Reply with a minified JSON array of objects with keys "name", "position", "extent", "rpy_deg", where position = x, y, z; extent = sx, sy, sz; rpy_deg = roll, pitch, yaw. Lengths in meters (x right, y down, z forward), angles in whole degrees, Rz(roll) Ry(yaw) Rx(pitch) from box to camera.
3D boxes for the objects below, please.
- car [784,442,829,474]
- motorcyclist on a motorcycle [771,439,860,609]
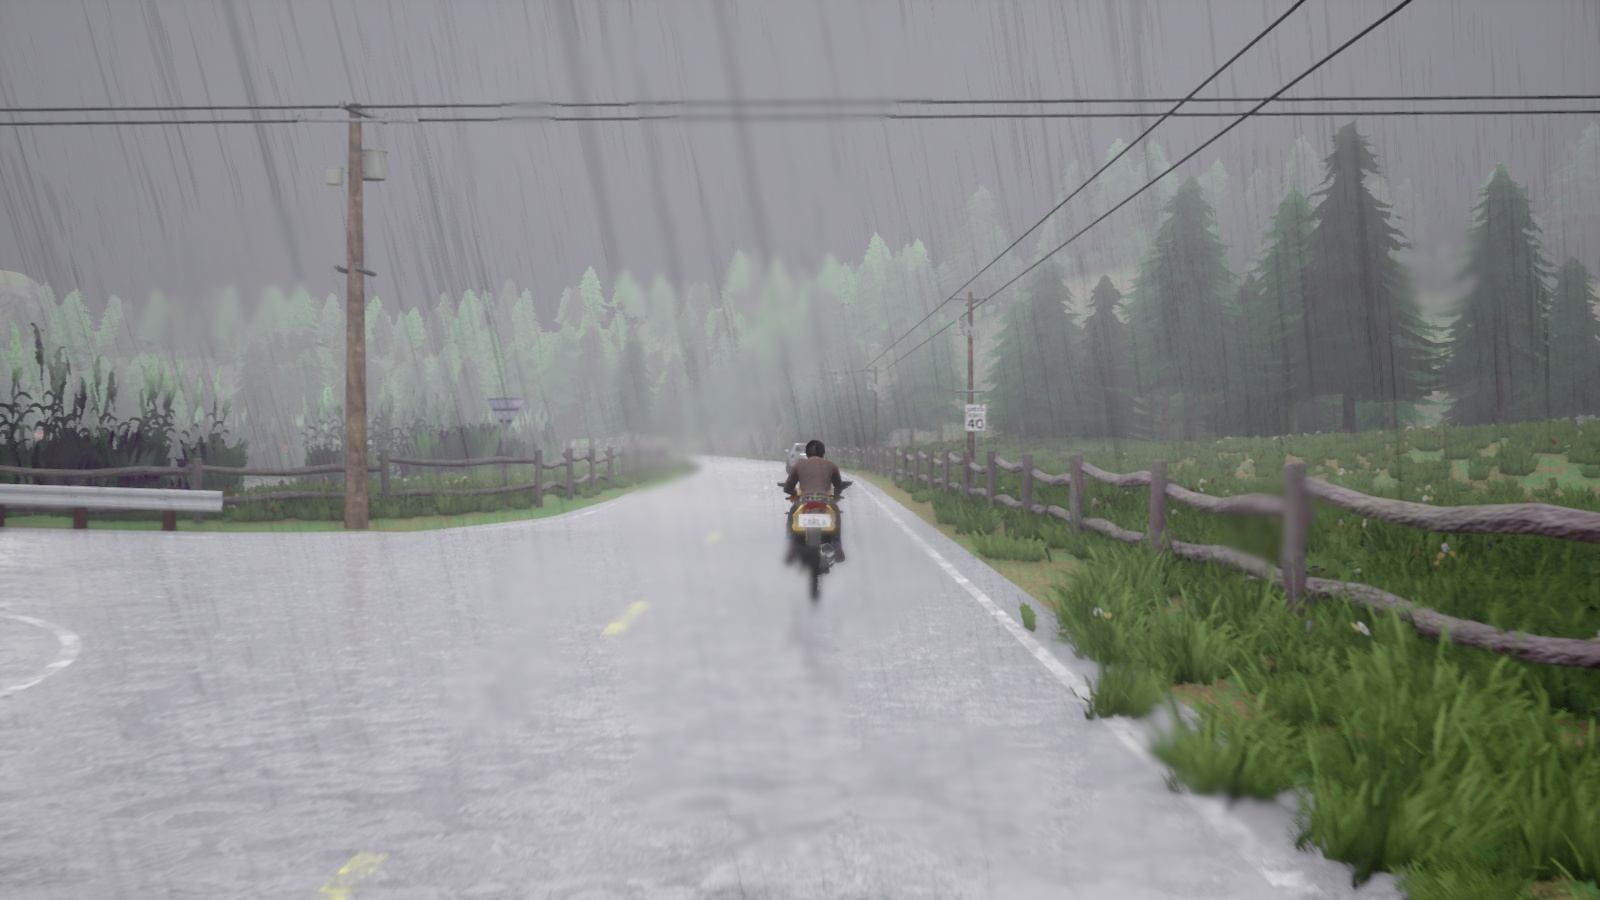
[{"name":"car","position":[0.269,0.374,59.844],"extent":[1.970,1.475,3.806],"rpy_deg":[0,0,-2]},{"name":"motorcyclist on a motorcycle","position":[0.147,0.659,12.265],"extent":[0.797,1.523,2.044],"rpy_deg":[0,0,1]}]
